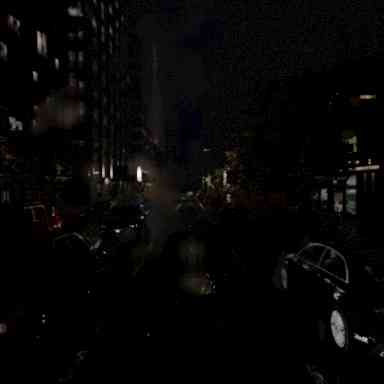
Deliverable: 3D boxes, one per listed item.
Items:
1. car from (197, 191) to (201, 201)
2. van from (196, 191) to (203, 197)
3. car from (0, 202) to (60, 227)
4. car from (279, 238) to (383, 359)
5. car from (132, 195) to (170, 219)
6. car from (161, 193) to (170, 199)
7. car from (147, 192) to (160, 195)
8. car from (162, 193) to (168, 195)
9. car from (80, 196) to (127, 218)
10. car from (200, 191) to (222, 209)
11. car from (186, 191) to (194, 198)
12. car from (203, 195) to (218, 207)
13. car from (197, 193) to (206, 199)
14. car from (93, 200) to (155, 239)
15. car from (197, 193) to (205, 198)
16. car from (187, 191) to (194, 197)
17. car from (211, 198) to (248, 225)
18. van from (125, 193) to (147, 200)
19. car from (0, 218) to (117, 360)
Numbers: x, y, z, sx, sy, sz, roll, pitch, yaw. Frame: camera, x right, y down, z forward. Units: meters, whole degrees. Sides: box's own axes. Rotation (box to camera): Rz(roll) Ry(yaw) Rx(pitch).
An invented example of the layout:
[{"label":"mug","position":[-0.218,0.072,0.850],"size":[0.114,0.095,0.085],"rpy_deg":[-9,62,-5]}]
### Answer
[{"label":"car","position":[2.312,0.738,66.680],"size":[2.192,1.841,5.009],"rpy_deg":[-1,0,0]},{"label":"van","position":[2.158,0.535,94.350],"size":[1.690,1.788,3.998],"rpy_deg":[-1,0,0]},{"label":"car","position":[-5.858,1.278,10.571],"size":[2.192,1.841,5.009],"rpy_deg":[-1,0,0]},{"label":"car","position":[2.786,1.476,5.805],"size":[2.008,1.369,4.403],"rpy_deg":[-1,0,0]},{"label":"car","position":[-3.184,1.296,26.871],"size":[2.128,1.511,4.902],"rpy_deg":[-1,0,0]},{"label":"car","position":[-6.124,0.934,77.545],"size":[1.752,1.417,4.829],"rpy_deg":[-1,0,0]},{"label":"car","position":[-5.944,0.997,44.506],"size":[2.192,1.841,5.009],"rpy_deg":[-1,0,0]},{"label":"car","position":[-6.032,1.089,61.112],"size":[1.887,1.381,4.507],"rpy_deg":[-1,0,0]},{"label":"car","position":[-5.826,1.311,21.642],"size":[1.967,1.590,4.097],"rpy_deg":[-1,0,0]},{"label":"car","position":[2.466,0.968,39.008],"size":[2.192,1.841,5.009],"rpy_deg":[-1,0,0]},{"label":"car","position":[-0.460,0.825,84.519],"size":[2.033,1.411,5.357],"rpy_deg":[-1,0,0]},{"label":"car","position":[2.439,1.131,44.714],"size":[1.752,1.417,4.829],"rpy_deg":[-1,0,0]},{"label":"car","position":[2.256,0.897,77.750],"size":[1.947,1.339,4.313],"rpy_deg":[-1,0,0]},{"label":"car","position":[-3.173,1.394,16.576],"size":[1.837,1.490,4.892],"rpy_deg":[-1,0,0]},{"label":"car","position":[2.226,0.868,83.284],"size":[1.802,1.307,4.206],"rpy_deg":[-1,0,0]},{"label":"car","position":[-0.519,0.543,94.802],"size":[1.837,1.490,4.892],"rpy_deg":[-1,0,0]},{"label":"car","position":[2.580,1.347,21.672],"size":[2.008,1.369,4.403],"rpy_deg":[-1,0,0]},{"label":"van","position":[-5.883,1.115,33.438],"size":[1.690,1.788,3.998],"rpy_deg":[-1,0,0]},{"label":"car","position":[-3.128,1.520,6.459],"size":[2.033,1.411,5.357],"rpy_deg":[-1,0,0]}]
